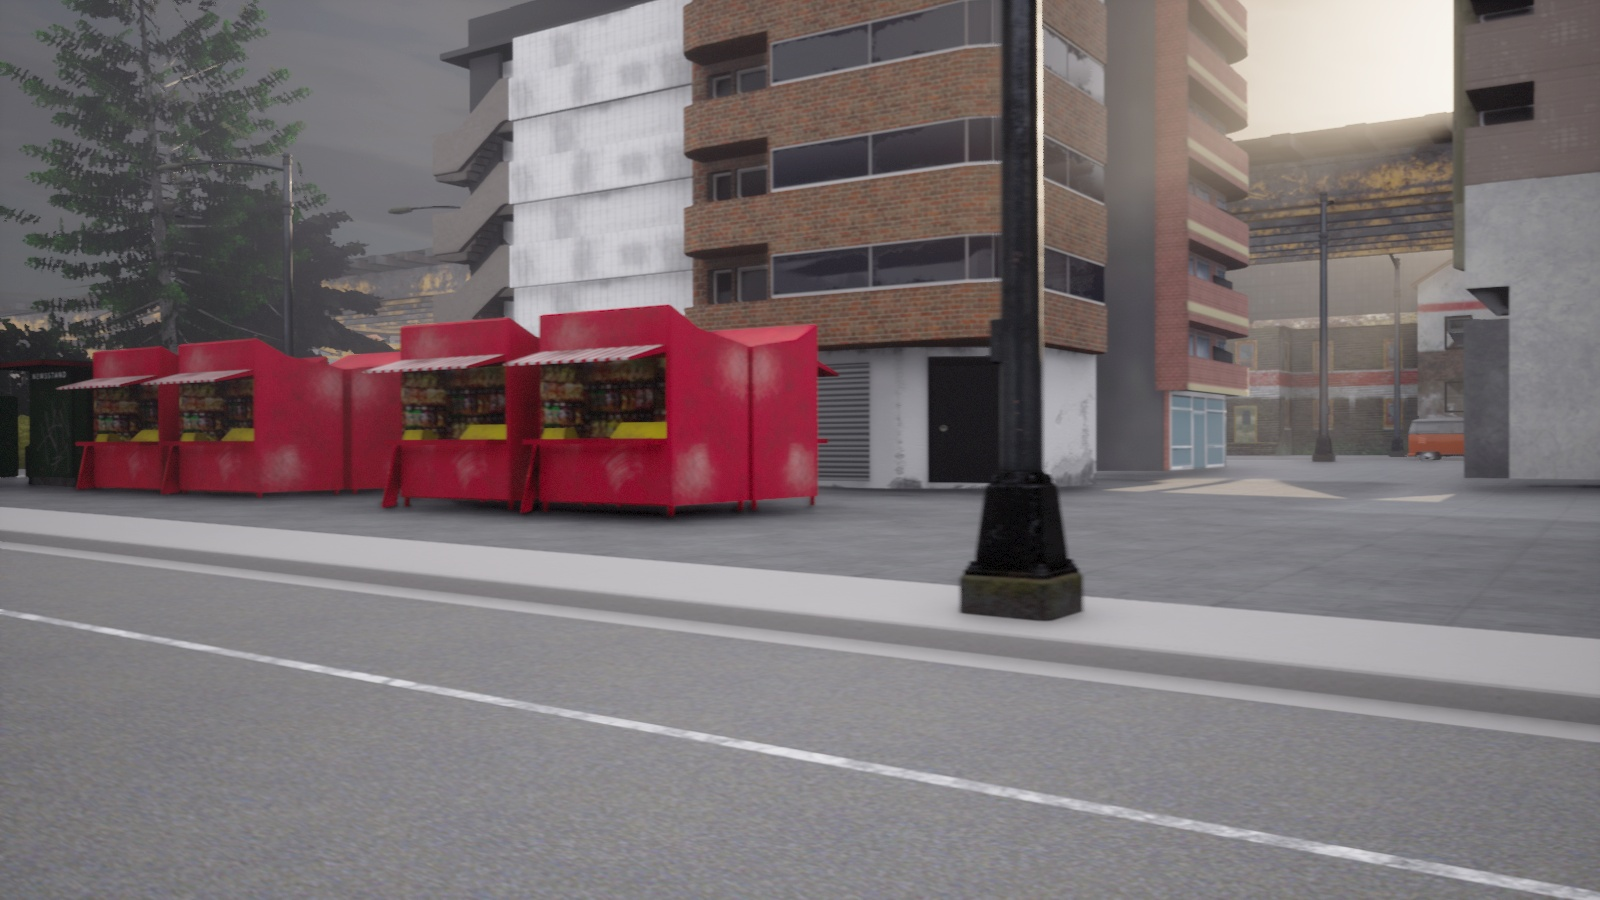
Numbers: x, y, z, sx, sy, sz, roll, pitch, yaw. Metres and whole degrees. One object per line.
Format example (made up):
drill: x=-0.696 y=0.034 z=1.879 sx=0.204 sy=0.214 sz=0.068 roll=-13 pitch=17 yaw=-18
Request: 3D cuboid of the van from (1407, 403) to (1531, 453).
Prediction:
van: x=28.340 y=-0.917 z=53.231 sx=4.442 sy=1.987 sz=1.775 roll=-1 pitch=0 yaw=34
